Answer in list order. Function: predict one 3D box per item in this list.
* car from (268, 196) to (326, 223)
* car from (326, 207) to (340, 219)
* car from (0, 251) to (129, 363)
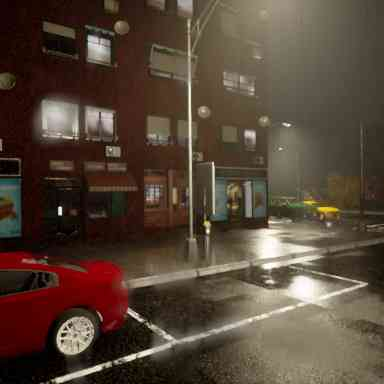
[{"bbox_3d":[7.816,1.385,27.611,2.150,2.045,5.566,-1,0,-34],"label":"car"},{"bbox_3d":[10.503,1.599,29.419,1.882,1.535,5.008,-1,0,-35],"label":"car"},{"bbox_3d":[-3.087,1.545,4.372,4.507,1.381,1.887,0,-1,-35],"label":"car"}]
